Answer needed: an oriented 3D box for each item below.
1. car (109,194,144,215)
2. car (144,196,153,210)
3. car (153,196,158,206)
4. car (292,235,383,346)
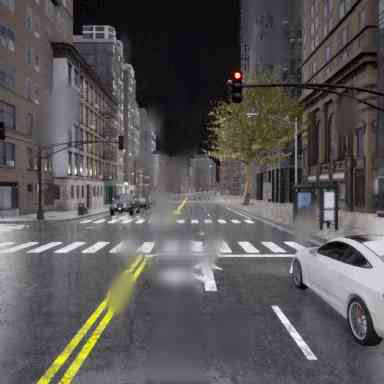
[{"bbox_3d":[-6.601,1.197,33.322,2.150,2.045,5.566,0,0,1],"label":"car"},{"bbox_3d":[-6.638,1.436,43.433,1.882,1.535,5.008,0,0,0],"label":"car"},{"bbox_3d":[-6.639,1.420,53.751,2.128,1.511,4.902,0,0,0],"label":"car"},{"bbox_3d":[3.344,1.524,6.212,1.812,1.442,4.674,0,0,0],"label":"car"}]
